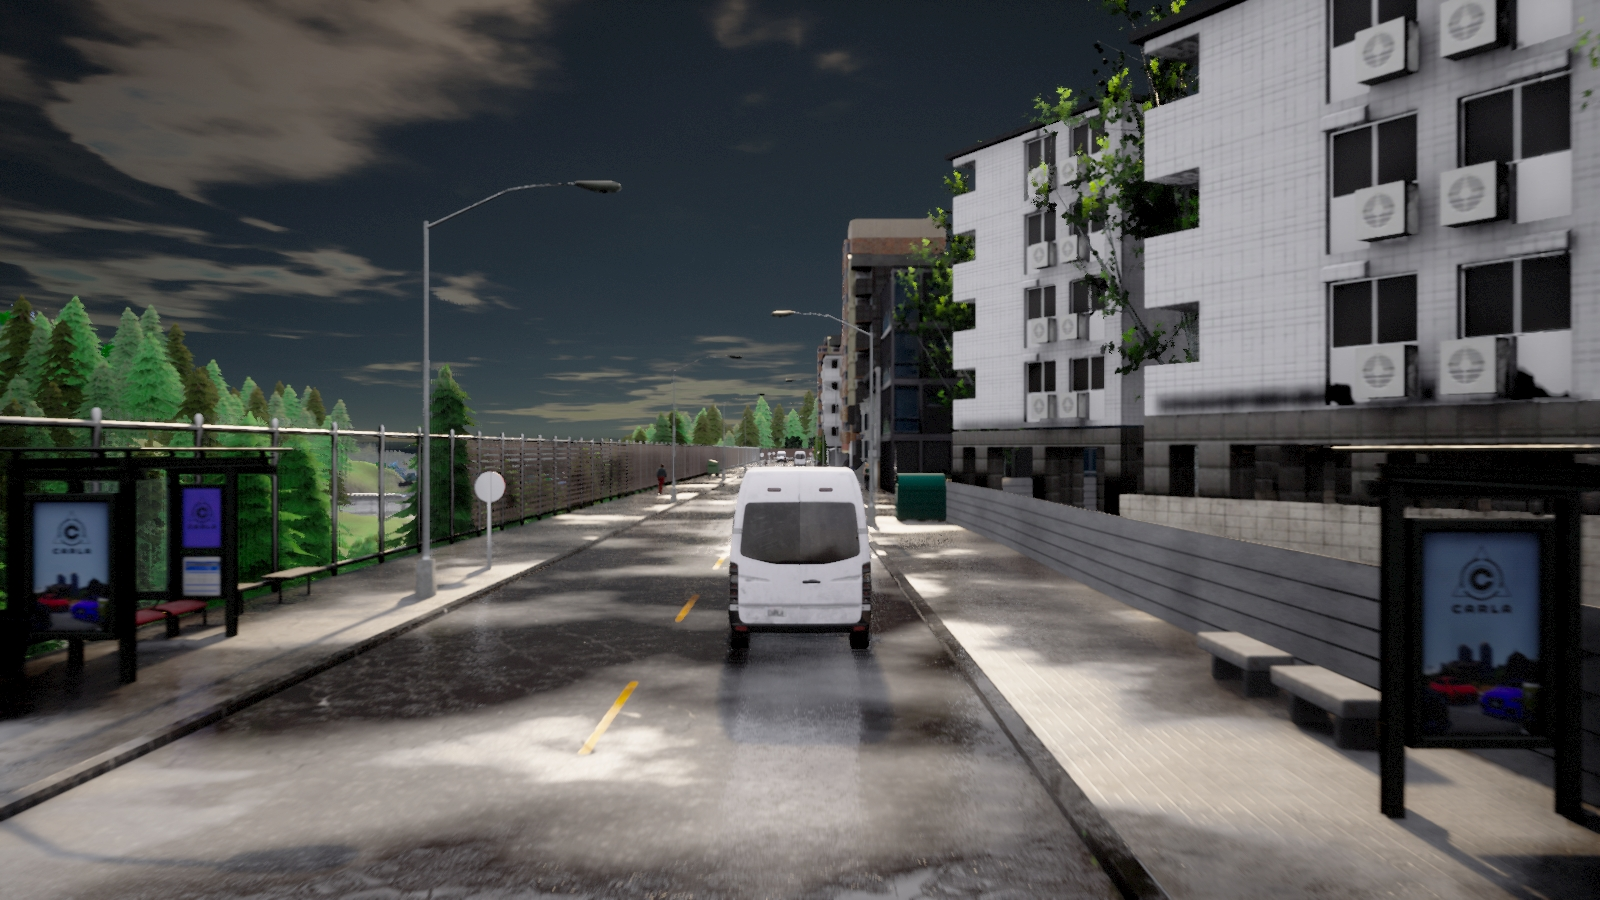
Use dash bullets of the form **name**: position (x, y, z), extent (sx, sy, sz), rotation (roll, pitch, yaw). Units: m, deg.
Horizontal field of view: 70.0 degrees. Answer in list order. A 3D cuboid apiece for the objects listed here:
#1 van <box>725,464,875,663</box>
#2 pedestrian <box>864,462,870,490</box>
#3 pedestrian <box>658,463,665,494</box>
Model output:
- **van**: position (-0.004, 1.534, 18.060), extent (1.988, 2.561, 5.915), rotation (0, 0, 0)
- **pedestrian**: position (4.499, 1.744, 76.894), extent (0.375, 1.860, 0.375), rotation (0, 0, -3)
- **pedestrian**: position (-8.496, 1.745, 69.881), extent (0.375, 1.860, 0.375), rotation (0, 0, 1)
